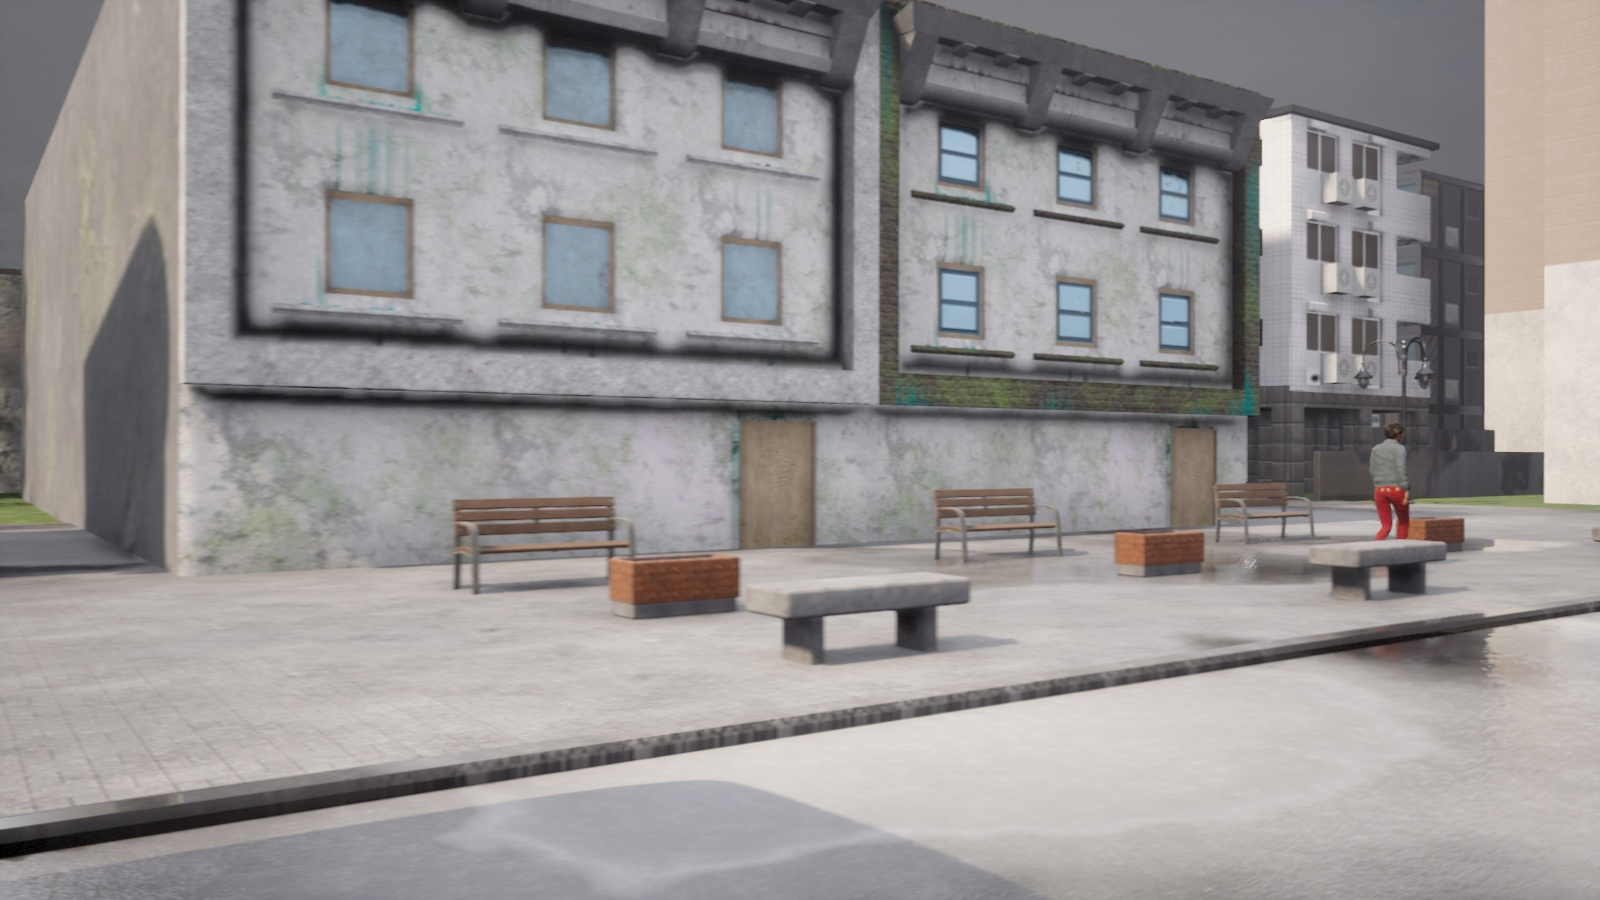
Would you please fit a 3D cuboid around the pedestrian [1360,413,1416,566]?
[{"bbox_3d":[7.275,0.477,15.540,0.614,1.847,0.353,0,0,-33],"label":"pedestrian"}]

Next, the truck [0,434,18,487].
[{"bbox_3d":[-39.030,0.481,57.373,5.204,2.467,2.627,0,0,-43],"label":"truck"}]
